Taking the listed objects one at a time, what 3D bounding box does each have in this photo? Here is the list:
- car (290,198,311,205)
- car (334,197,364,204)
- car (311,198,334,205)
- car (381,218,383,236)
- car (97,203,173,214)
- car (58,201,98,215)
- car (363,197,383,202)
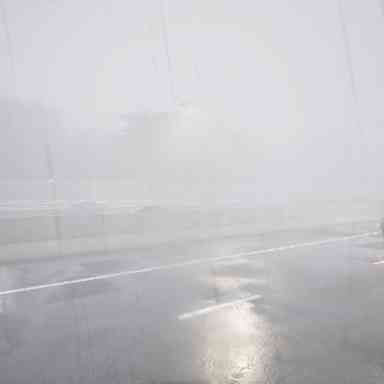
[{"bbox_3d":[15.787,1.437,46.108,4.718,1.301,1.895,0,0,-36],"label":"car"},{"bbox_3d":[19.956,1.347,40.497,4.902,1.511,2.128,0,0,-36],"label":"car"},{"bbox_3d":[18.002,1.409,43.401,4.181,1.385,1.994,0,0,-36],"label":"car"},{"bbox_3d":[11.033,1.458,16.367,4.674,1.442,1.812,0,0,-37],"label":"car"},{"bbox_3d":[-2.745,1.453,19.266,4.674,1.442,1.812,0,0,-36],"label":"car"},{"bbox_3d":[-8.929,1.464,27.753,4.181,1.385,1.994,0,0,-36],"label":"car"},{"bbox_3d":[22.052,1.412,37.690,5.357,1.411,2.033,0,0,-36],"label":"car"}]
